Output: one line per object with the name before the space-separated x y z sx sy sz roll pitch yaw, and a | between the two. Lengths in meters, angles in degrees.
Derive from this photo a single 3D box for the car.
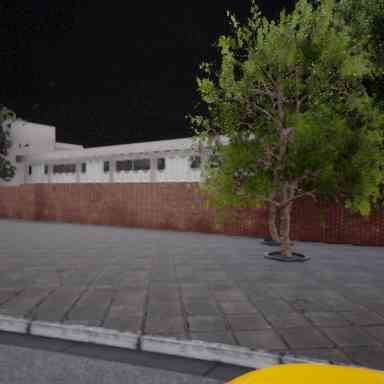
car | 2.173 1.478 1.013 5.008 1.535 1.882 0 0 24
